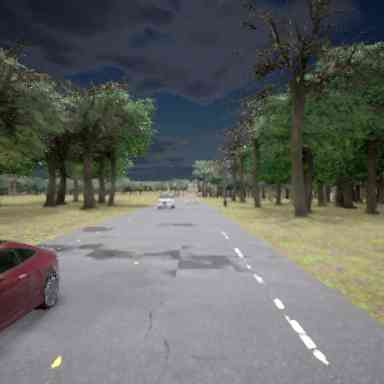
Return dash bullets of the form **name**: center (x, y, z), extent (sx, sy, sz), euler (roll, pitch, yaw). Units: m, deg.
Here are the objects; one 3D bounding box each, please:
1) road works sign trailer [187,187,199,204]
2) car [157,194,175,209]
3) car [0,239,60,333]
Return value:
- **road works sign trailer**: center (0.149, 0.604, 67.245), extent (2.380, 3.560, 2.880), euler (0, 0, -8)
- **car**: center (-3.613, 1.296, 46.737), extent (2.150, 2.045, 5.566), euler (0, 0, 0)
- **car**: center (-3.604, 1.530, 5.116), extent (1.812, 1.442, 4.674), euler (0, 0, 0)
